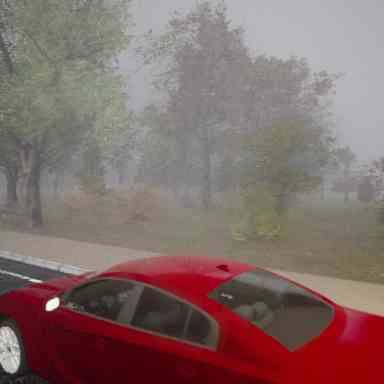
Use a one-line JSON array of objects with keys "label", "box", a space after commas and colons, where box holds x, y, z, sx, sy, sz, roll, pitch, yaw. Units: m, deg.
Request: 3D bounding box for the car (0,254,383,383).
[{"label": "car", "box": [-0.367, 1.485, 3.819, 5.008, 1.535, 1.882, 0, 0, 36]}]
